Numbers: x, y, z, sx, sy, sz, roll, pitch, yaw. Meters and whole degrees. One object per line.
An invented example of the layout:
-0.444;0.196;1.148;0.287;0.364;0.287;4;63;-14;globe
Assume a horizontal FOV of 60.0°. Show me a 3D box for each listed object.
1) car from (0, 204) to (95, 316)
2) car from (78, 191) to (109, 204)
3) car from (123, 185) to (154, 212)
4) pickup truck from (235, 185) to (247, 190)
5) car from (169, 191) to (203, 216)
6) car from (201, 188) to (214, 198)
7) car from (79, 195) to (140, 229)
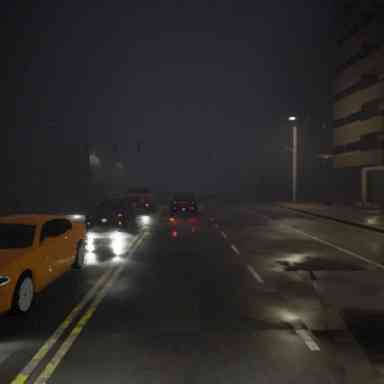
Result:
-3.787;1.267;7.234;1.882;1.535;5.008;0;2;-2;car
-7.806;0.724;27.131;1.882;1.535;5.008;0;2;-2;car
-4.307;0.474;27.202;2.150;2.045;5.566;0;2;-2;car
13.858;-1.671;90.811;2.390;2.098;6.274;1;2;29;pickup truck
-0.582;0.801;23.177;2.128;1.511;4.902;0;2;-2;car
2.147;0.106;48.277;2.033;1.411;5.357;0;2;-2;car
-4.081;1.058;17.220;1.994;1.385;4.181;0;2;-2;car
